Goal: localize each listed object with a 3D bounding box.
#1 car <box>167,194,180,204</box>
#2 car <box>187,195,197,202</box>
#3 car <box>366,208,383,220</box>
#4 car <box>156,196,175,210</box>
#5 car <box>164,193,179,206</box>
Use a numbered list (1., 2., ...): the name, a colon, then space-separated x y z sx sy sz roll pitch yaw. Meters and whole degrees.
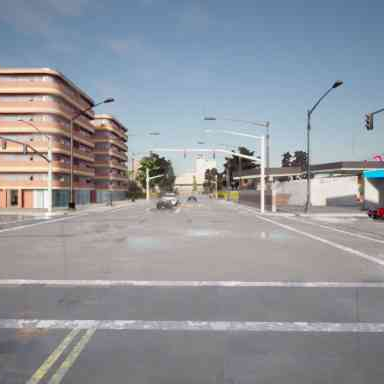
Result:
1. car: -3.520 1.353 63.388 2.097 1.767 4.553 0 0 0
2. car: 0.039 1.339 70.762 1.812 1.442 4.674 0 0 0
3. car: 16.549 1.601 26.377 4.718 1.301 1.895 0 0 1
4. car: -3.575 1.601 43.233 1.895 1.301 4.718 0 0 0
5. car: -3.563 1.221 53.256 2.150 2.045 5.566 0 0 0
